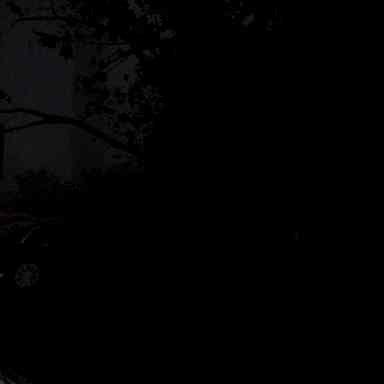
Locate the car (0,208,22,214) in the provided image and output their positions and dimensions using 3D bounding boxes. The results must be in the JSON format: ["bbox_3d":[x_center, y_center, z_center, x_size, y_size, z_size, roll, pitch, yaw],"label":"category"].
[{"bbox_3d":[-5.725,1.386,10.511,2.097,1.535,5.008,1,0,36],"label":"car"}]

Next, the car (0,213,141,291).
[{"bbox_3d":[-3.492,1.414,8.898,2.231,1.521,4.892,1,0,36],"label":"car"}]
